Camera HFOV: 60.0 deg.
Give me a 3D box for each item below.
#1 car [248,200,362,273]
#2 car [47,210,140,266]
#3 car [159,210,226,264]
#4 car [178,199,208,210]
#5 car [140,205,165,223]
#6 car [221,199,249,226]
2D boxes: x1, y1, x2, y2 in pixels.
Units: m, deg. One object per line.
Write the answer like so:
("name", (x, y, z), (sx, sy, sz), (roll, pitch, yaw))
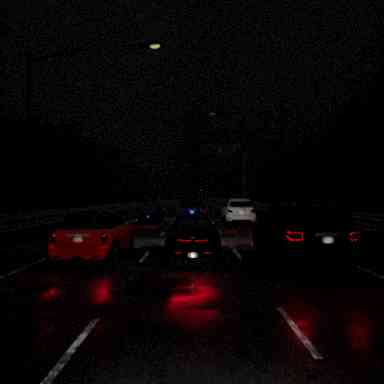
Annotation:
("car", (3.534, 1.352, 11.249), (2.150, 2.045, 5.566), (0, 0, 1))
("car", (-3.452, 1.492, 12.262), (2.097, 1.767, 4.553), (0, -1, 1))
("car", (0.048, 1.648, 12.346), (1.837, 1.490, 4.892), (0, 0, 1))
("car", (0.037, 1.530, 26.238), (2.150, 2.045, 5.566), (0, 0, 1))
("car", (-3.440, 1.813, 28.557), (1.882, 1.535, 5.008), (0, 0, 0))
("car", (3.537, 1.529, 26.213), (2.150, 2.045, 5.566), (0, 0, 1))
